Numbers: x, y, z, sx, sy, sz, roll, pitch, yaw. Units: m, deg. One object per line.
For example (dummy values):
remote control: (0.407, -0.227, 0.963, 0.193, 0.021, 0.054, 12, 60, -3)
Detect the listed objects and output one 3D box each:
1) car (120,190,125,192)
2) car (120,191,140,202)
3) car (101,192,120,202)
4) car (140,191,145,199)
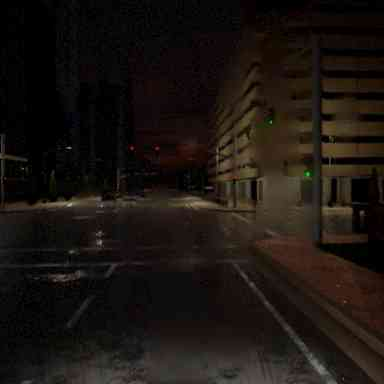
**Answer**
car: (-14.526, 0.472, 70.675, 2.097, 1.767, 4.553, 0, 1, -3)
car: (-10.164, 0.908, 54.932, 1.895, 1.301, 4.718, 0, 1, -3)
car: (-13.656, 0.930, 54.730, 1.895, 1.301, 4.718, 0, 1, -3)
car: (-11.029, 0.621, 70.843, 2.128, 1.511, 4.902, 0, 1, -3)
